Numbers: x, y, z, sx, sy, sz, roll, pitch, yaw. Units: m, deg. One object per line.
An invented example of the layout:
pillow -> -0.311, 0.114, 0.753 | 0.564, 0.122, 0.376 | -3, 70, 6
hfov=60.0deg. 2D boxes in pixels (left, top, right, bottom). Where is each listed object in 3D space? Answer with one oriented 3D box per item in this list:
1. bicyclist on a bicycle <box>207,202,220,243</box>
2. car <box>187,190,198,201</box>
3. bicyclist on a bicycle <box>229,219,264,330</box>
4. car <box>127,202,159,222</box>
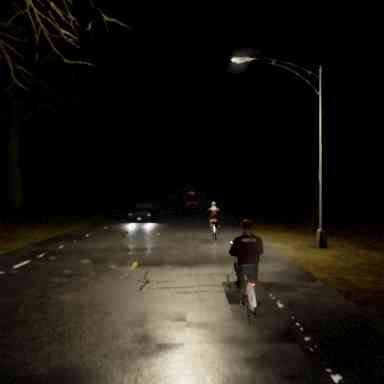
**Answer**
bicyclist on a bicycle -> 0.962, 1.327, 14.980 | 0.659, 1.776, 1.843 | 0, 0, 0
car -> 0.069, 0.881, 61.092 | 2.128, 1.511, 4.902 | 0, 1, 0
bicyclist on a bicycle -> 0.963, 1.363, 6.014 | 0.659, 1.776, 1.843 | 0, 0, 0
car -> -3.599, 1.444, 25.427 | 2.033, 1.411, 5.357 | 0, 0, 0
